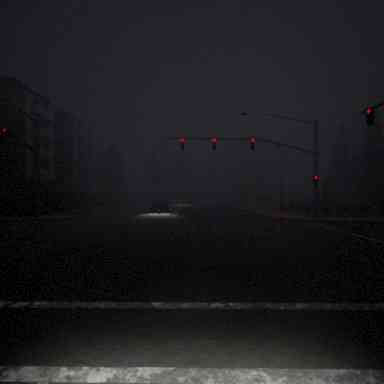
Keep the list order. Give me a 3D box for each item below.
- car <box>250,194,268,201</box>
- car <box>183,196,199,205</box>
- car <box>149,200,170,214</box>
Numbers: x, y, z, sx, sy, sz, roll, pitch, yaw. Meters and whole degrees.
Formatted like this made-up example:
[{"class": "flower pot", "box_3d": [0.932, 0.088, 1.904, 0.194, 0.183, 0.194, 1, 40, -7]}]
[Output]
[{"class": "car", "box_3d": [16.009, 1.285, 79.901, 4.553, 1.767, 2.097, 0, 0, -36]}, {"class": "car", "box_3d": [-0.178, 1.497, 59.827, 2.128, 1.511, 4.902, 0, 1, 20]}, {"class": "car", "box_3d": [-3.422, 1.589, 35.457, 1.994, 1.385, 4.181, 0, 1, -2]}]
